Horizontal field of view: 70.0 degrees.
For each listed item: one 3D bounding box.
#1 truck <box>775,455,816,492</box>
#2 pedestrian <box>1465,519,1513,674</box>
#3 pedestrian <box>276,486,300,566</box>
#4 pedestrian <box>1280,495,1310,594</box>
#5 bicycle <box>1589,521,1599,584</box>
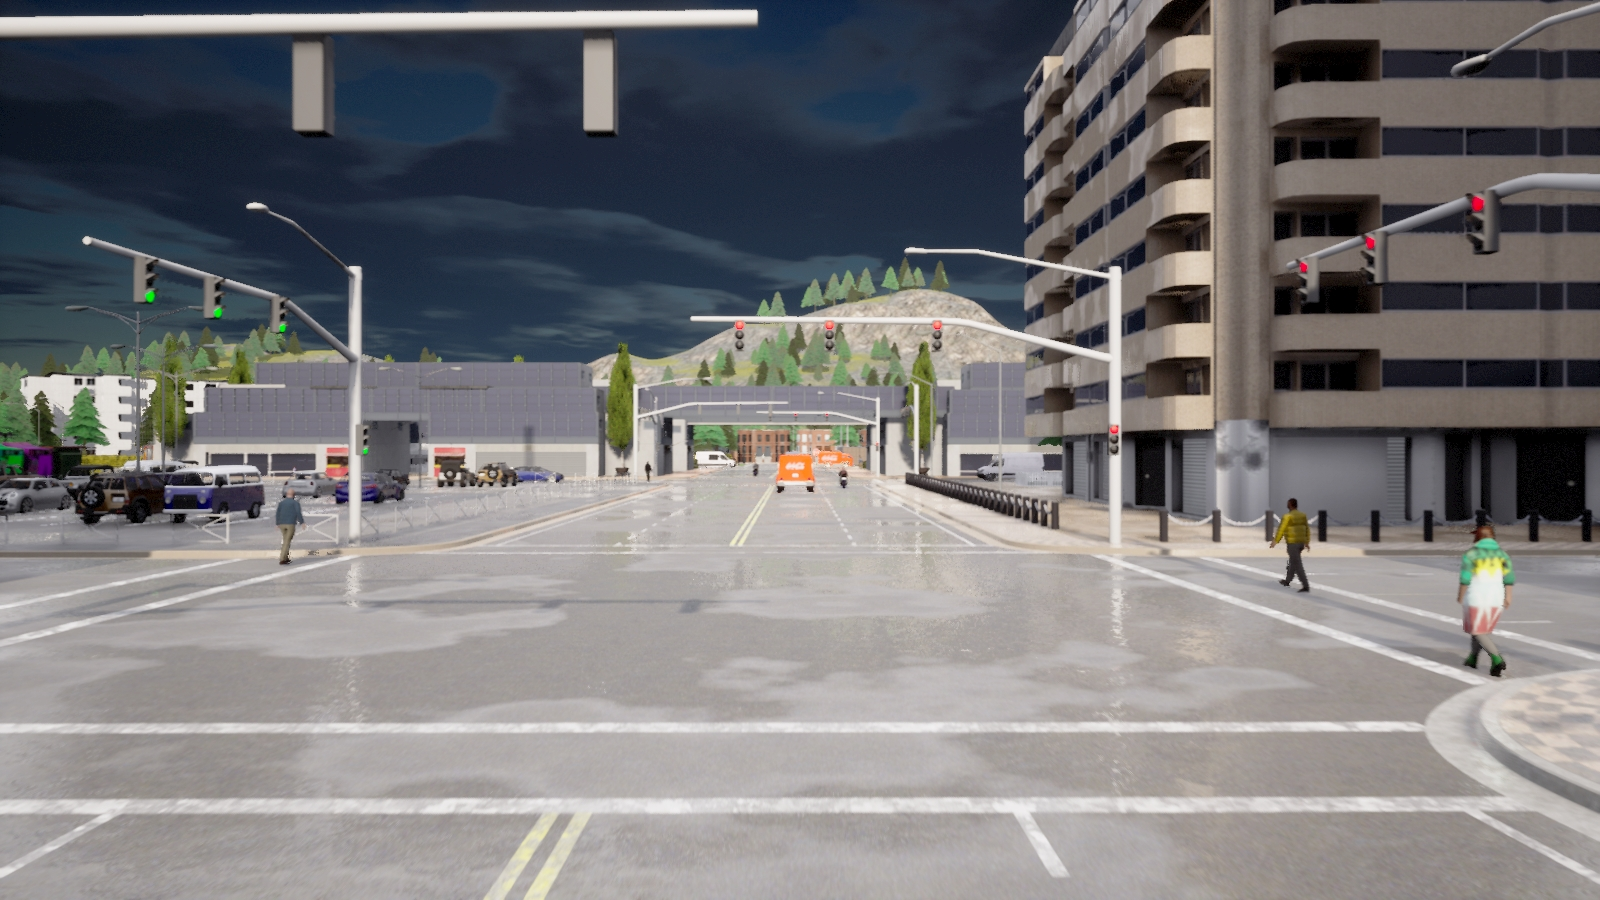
[{"bbox_3d":[-0.310,1.545,77.246,2.627,2.467,5.204,0,0,0],"label":"truck"},{"bbox_3d":[8.471,1.791,14.055,0.375,1.860,0.375,0,0,1],"label":"pedestrian"},{"bbox_3d":[-12.087,1.785,26.963,0.375,1.860,0.375,0,0,7],"label":"pedestrian"},{"bbox_3d":[9.452,1.793,21.809,0.375,1.860,0.375,0,0,-14],"label":"pedestrian"},{"bbox_3d":[17.254,2.099,23.502,1.835,1.271,0.329,0,0,0],"label":"bicycle"}]
